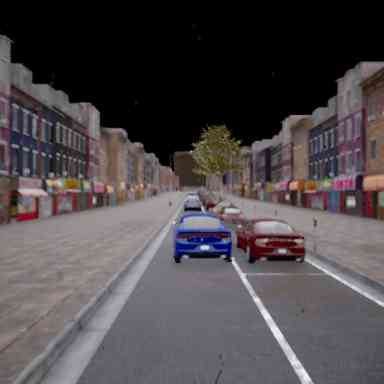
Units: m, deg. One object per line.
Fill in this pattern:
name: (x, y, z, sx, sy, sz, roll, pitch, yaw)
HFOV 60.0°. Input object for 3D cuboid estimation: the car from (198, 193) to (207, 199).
car: (2.617, 0.915, 84.225, 1.947, 1.339, 4.313, 2, 1, 0)

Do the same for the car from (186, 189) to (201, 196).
car: (0.068, 0.984, 58.328, 2.150, 2.045, 5.566, 0, 1, 0)

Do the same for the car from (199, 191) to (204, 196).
car: (2.637, 1.173, 50.883, 2.192, 1.841, 5.009, 2, 1, 0)

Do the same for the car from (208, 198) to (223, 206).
car: (2.638, 1.566, 28.815, 1.752, 1.417, 4.829, 1, 0, 0)

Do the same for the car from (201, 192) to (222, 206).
car: (2.640, 1.289, 39.764, 2.192, 1.841, 5.009, 1, 1, 0)

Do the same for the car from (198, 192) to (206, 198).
car: (2.614, 0.810, 89.781, 1.947, 1.339, 4.313, 2, 1, 0)

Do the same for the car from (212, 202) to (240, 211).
car: (2.639, 1.640, 23.085, 1.802, 1.307, 4.206, 1, 0, 0)

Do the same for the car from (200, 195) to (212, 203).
car: (2.626, 1.278, 61.999, 1.947, 1.339, 4.313, 2, 1, 0)

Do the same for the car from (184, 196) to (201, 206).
car: (0.078, 1.534, 40.084, 1.994, 1.385, 4.181, 0, 0, 0)

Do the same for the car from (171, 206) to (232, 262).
car: (0.253, 1.531, 12.496, 1.882, 1.535, 5.008, 0, 0, -3)

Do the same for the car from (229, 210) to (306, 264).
car: (2.642, 1.598, 11.965, 1.887, 1.381, 4.507, 1, 0, 0)
